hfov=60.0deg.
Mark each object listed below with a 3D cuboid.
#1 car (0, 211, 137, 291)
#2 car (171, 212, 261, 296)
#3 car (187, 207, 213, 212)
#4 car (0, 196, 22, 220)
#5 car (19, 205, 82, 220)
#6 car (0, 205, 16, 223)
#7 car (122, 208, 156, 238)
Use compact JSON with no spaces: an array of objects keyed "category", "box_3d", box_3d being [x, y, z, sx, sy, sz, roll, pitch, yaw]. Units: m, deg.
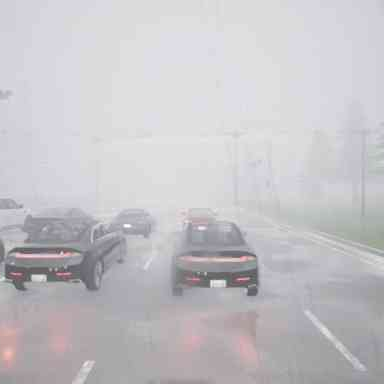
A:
[{"category":"car","box_3d":[-3.033,1.490,9.009,2.128,1.511,4.902,0,0,0]},{"category":"car","box_3d":[0.481,1.490,8.615,2.128,1.511,4.902,0,0,0]},{"category":"car","box_3d":[0.434,1.523,17.696,1.812,1.442,4.674,0,0,0]},{"category":"car","box_3d":[-10.050,1.220,16.631,2.150,2.045,5.566,0,0,0]},{"category":"car","box_3d":[-6.554,1.475,17.135,1.882,1.535,5.008,0,0,0]},{"category":"car","box_3d":[-6.533,1.351,7.962,2.097,1.767,4.553,0,0,0]},{"category":"car","box_3d":[-3.057,1.562,17.707,1.994,1.385,4.181,0,0,0]}]
